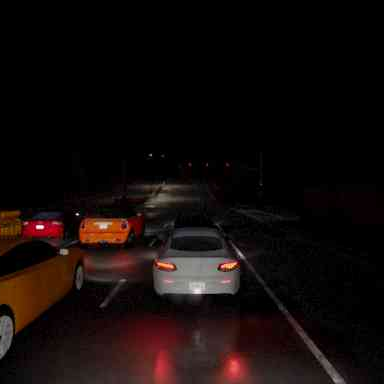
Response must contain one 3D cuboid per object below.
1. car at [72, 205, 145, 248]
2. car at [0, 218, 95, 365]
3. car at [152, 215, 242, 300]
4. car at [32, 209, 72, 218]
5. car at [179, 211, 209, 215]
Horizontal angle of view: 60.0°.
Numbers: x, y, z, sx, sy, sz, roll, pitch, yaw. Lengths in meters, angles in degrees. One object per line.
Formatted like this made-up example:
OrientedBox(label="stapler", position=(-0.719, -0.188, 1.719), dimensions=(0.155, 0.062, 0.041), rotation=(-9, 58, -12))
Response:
OrientedBox(label="car", position=(-3.406, 1.352, 14.922), dimensions=(2.097, 1.767, 4.553), rotation=(0, 0, 0))
OrientedBox(label="car", position=(-3.403, 1.478, 5.749), dimensions=(1.882, 1.535, 5.008), rotation=(0, 0, 0))
OrientedBox(label="car", position=(0.094, 1.526, 8.273), dimensions=(1.812, 1.442, 4.674), rotation=(0, 0, 0))
OrientedBox(label="car", position=(-6.906, 1.564, 17.118), dimensions=(1.994, 1.385, 4.181), rotation=(0, 0, 0))
OrientedBox(label="car", position=(0.094, 1.601, 17.162), dimensions=(1.895, 1.301, 4.718), rotation=(0, 0, 0))
